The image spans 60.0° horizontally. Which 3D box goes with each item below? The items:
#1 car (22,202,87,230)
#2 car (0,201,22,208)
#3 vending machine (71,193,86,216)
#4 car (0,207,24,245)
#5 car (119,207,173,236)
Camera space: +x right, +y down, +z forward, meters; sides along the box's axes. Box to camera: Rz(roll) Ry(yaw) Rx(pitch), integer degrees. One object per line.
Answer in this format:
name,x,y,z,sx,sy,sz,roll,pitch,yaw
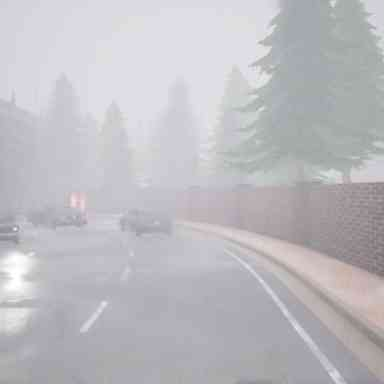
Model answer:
car,-8.515,1.501,20.829,2.033,1.411,5.357,0,0,-44
car,-16.348,1.482,29.638,5.357,1.411,2.033,0,0,19
vending machine,-10.671,1.126,31.295,0.880,2.100,1.100,0,0,26
car,-8.793,1.567,14.903,1.895,1.301,4.718,0,0,-29
car,-2.609,1.523,18.223,1.994,1.385,4.181,0,0,-26
